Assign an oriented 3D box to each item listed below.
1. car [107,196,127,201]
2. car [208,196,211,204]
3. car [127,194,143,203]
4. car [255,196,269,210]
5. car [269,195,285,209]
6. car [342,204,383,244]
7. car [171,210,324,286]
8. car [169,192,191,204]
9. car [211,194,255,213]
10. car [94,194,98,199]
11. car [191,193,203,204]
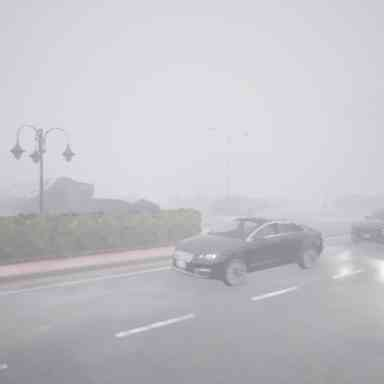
[{"bbox_3d":[-10.979,1.382,45.754,1.784,1.438,3.905,0,0,-35],"label":"car"},{"bbox_3d":[5.196,1.373,57.163,1.970,1.475,3.806,0,0,-35],"label":"car"},{"bbox_3d":[-8.574,1.166,47.367,1.932,1.855,4.605,0,0,-35],"label":"car"},{"bbox_3d":[6.798,1.360,39.827,1.784,1.438,3.905,0,0,-35],"label":"car"},{"bbox_3d":[9.166,1.385,41.492,1.970,1.475,3.806,0,0,-35],"label":"car"},{"bbox_3d":[8.897,1.445,14.523,5.008,1.535,1.882,0,0,-36],"label":"car"},{"bbox_3d":[1.742,1.478,9.460,4.902,1.511,2.128,0,0,-35],"label":"car"},{"bbox_3d":[-2.641,1.127,73.006,1.905,1.878,3.866,0,0,-35],"label":"car"},{"bbox_3d":[4.632,1.155,38.242,1.932,1.855,4.605,0,0,-35],"label":"car"},{"bbox_3d":[-18.670,1.168,61.686,1.905,1.878,3.866,0,0,-35],"label":"car"},{"bbox_3d":[-0.242,1.119,74.627,1.932,1.855,4.605,0,0,-35],"label":"car"}]
